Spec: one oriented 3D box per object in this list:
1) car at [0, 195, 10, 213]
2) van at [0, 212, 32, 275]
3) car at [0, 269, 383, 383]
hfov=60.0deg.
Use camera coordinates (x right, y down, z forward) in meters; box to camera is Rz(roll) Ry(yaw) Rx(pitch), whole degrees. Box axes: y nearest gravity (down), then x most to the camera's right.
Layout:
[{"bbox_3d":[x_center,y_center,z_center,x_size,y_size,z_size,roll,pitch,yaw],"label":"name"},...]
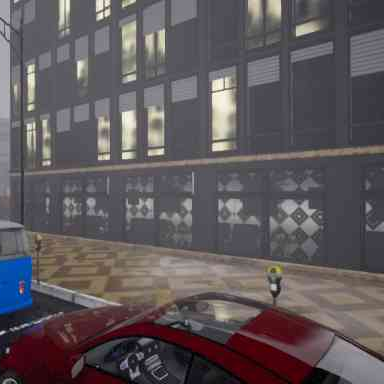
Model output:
[{"bbox_3d":[-14.535,1.357,28.246,2.192,1.841,5.009,-1,-1,35],"label":"car"},{"bbox_3d":[-4.633,1.342,6.138,3.998,1.788,1.690,0,0,35],"label":"van"},{"bbox_3d":[0.000,1.582,2.836,4.206,1.307,1.802,0,0,35],"label":"car"}]
